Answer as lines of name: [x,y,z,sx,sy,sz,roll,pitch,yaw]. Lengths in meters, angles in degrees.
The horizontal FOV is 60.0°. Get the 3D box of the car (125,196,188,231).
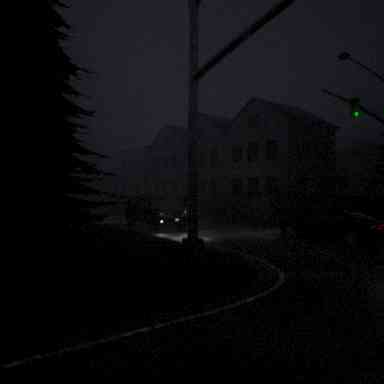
car: [-2.448,1.278,21.742,2.150,2.045,5.566,0,0,-35]

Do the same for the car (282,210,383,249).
car: [6.468,1.559,15.319,1.882,1.535,5.008,1,0,-35]
